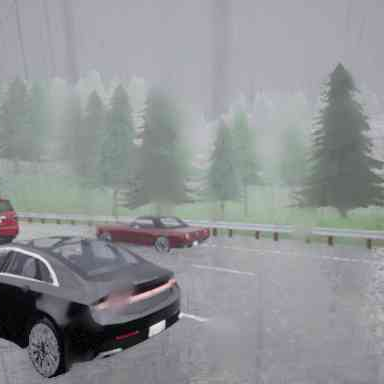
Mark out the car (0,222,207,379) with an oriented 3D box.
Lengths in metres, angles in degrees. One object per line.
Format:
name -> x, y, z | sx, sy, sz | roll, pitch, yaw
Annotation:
car -> -2.445, 1.502, 5.529 | 4.902, 1.511, 2.128 | 0, 0, 34

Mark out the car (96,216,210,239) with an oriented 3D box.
car -> -1.735, 1.610, 13.469 | 4.718, 1.301, 1.895 | 0, 0, 33

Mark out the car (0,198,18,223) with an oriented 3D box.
car -> -9.849, 1.265, 14.401 | 5.566, 2.045, 2.150 | 0, 0, 31
